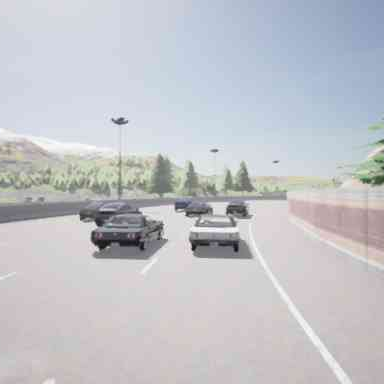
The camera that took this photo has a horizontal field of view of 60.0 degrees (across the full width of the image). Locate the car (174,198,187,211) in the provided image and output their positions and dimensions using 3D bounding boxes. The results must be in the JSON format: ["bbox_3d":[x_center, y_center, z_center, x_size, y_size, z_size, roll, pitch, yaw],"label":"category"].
[{"bbox_3d":[-0.564,1.458,39.969,1.882,1.535,5.008,0,0,17],"label":"car"}]

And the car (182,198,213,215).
[{"bbox_3d":[0.760,1.551,31.730,1.994,1.385,4.181,0,0,14],"label":"car"}]

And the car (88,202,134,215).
[{"bbox_3d":[-4.821,1.481,22.267,1.837,1.490,4.892,0,0,9],"label":"car"}]

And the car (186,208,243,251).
[{"bbox_3d":[1.050,1.597,14.219,1.895,1.301,4.718,0,0,7],"label":"car"}]

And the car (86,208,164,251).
[{"bbox_3d":[-2.486,1.588,14.083,1.895,1.301,4.718,0,0,6],"label":"car"}]

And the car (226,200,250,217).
[{"bbox_3d":[4.411,1.502,31.923,1.837,1.490,4.892,0,0,14],"label":"car"}]

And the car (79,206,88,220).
[{"bbox_3d":[-7.436,1.531,27.231,1.994,1.385,4.181,0,0,11],"label":"car"}]
